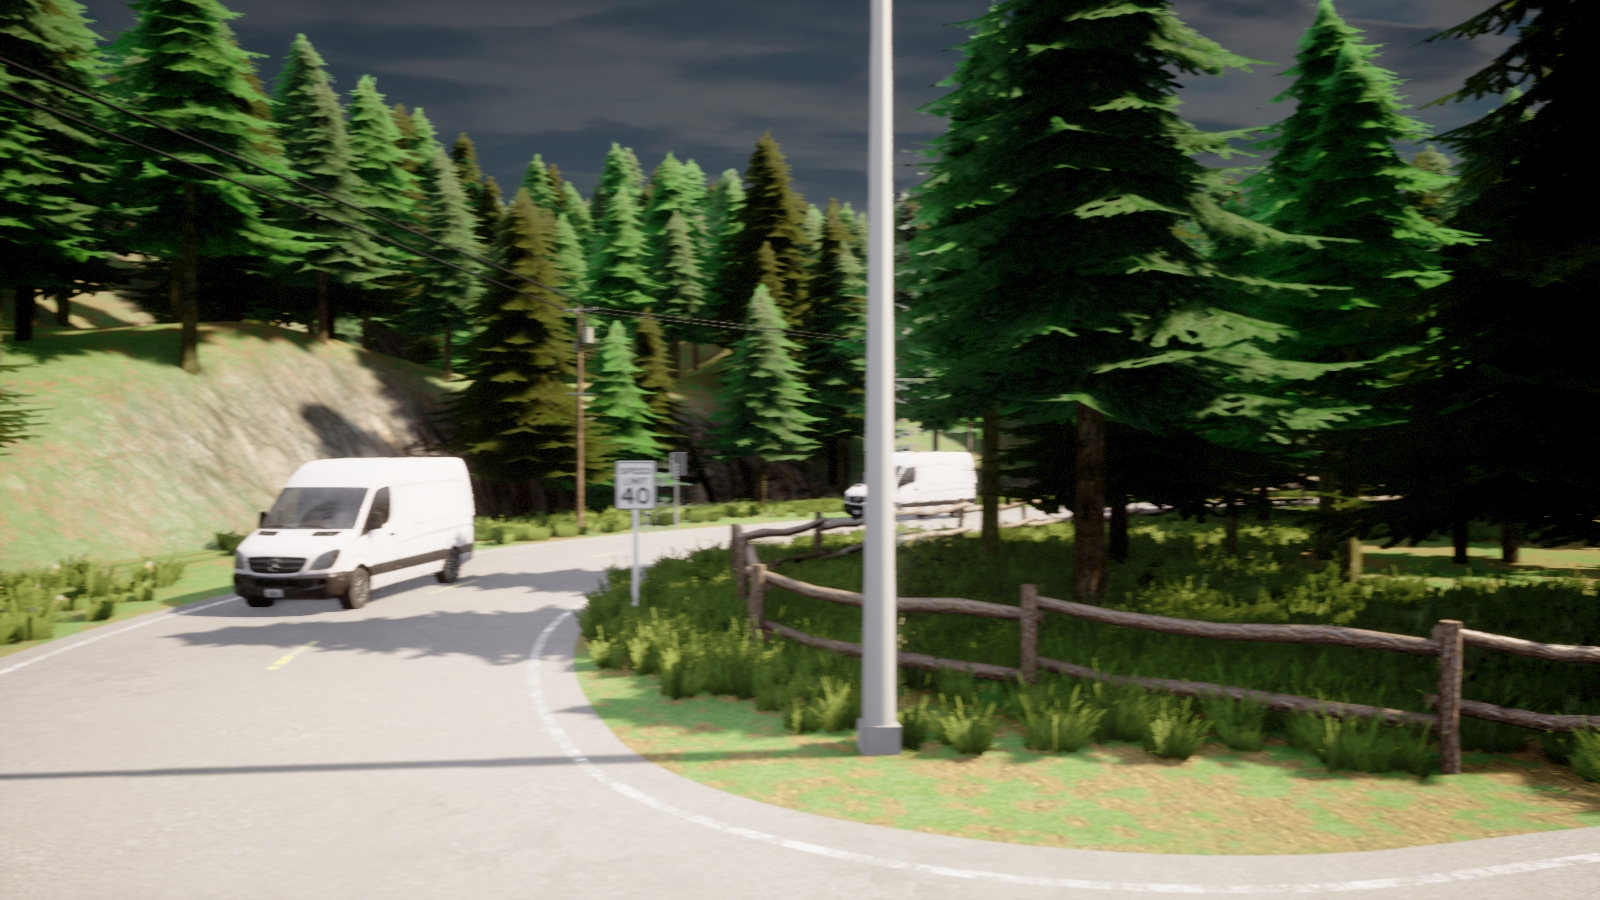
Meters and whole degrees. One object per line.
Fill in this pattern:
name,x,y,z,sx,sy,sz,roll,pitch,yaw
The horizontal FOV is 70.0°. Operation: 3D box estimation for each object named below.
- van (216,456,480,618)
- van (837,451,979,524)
van,-8.173,1.414,21.485,1.988,2.561,5.915,0,0,7
van,4.192,1.343,43.474,5.915,2.561,1.988,0,0,-43
